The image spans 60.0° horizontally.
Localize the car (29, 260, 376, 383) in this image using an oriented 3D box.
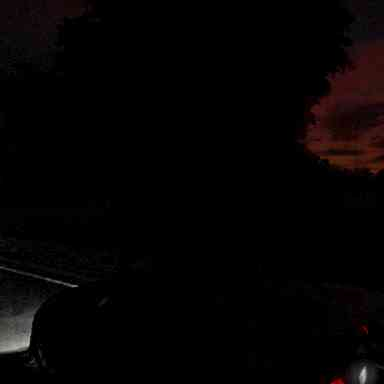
[{"bbox_3d":[-0.133,1.576,4.087,4.181,1.385,1.994,0,0,35],"label":"car"}]
